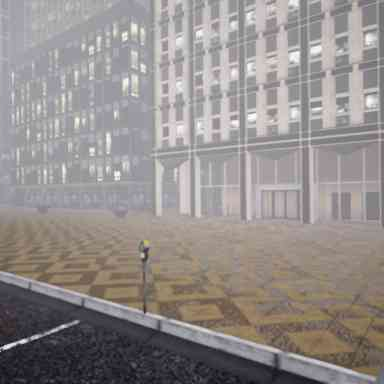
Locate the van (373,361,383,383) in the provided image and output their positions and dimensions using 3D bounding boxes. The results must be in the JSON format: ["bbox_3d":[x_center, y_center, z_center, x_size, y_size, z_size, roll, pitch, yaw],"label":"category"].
[{"bbox_3d":[2.702,1.335,0.949,3.998,1.788,1.690,0,-1,36],"label":"van"}]
